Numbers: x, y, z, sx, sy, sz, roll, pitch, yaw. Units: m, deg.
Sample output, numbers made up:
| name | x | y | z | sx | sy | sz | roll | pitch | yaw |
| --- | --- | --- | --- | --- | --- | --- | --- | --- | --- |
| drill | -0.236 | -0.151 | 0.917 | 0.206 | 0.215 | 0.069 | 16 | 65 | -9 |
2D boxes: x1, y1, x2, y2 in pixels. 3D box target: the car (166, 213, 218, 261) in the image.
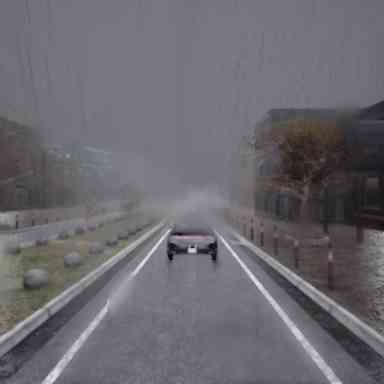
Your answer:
| name | x | y | z | sx | sy | sz | roll | pitch | yaw |
| --- | --- | --- | --- | --- | --- | --- | --- | --- | --- |
| car | 0.025 | 1.821 | 13.613 | 2.128 | 1.511 | 4.902 | 0 | -1 | 0 |

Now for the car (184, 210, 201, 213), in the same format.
| name | x | y | z | sx | sy | sz | roll | pitch | yaw |
| --- | --- | --- | --- | --- | --- | --- | --- | --- | --- |
| car | 0.028 | 2.248 | 28.615 | 2.128 | 1.511 | 4.902 | 0 | -1 | 0 |
